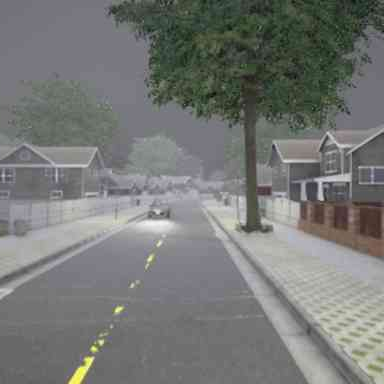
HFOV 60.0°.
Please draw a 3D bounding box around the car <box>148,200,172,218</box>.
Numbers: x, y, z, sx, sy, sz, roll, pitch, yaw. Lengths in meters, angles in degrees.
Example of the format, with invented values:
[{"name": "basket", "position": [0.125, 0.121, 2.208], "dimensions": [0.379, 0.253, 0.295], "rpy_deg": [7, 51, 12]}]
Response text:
[{"name": "car", "position": [-2.820, 1.473, 30.013], "dimensions": [2.128, 1.511, 4.902], "rpy_deg": [0, 0, 0]}]
